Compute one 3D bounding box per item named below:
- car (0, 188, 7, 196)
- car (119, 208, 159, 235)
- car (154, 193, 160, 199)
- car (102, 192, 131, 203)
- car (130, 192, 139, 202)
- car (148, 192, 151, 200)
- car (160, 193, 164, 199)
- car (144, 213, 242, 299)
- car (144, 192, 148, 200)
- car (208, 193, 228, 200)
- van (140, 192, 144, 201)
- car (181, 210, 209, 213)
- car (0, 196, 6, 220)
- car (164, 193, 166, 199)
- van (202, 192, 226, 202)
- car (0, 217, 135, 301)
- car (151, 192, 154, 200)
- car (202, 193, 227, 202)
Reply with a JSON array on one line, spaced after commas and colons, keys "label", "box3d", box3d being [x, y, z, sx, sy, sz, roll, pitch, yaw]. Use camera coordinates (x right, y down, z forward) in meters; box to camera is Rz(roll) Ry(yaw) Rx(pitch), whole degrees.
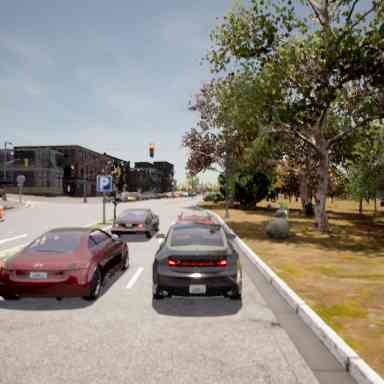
[{"label": "car", "box3d": [-31.189, 0.118, 53.627, 2.002, 1.452, 4.674, 6, -3, -19]}, {"label": "car", "box3d": [-2.852, 1.566, 17.619, 2.033, 1.411, 5.357, 0, 0, 1]}, {"label": "car", "box3d": [-11.492, 1.327, 86.702, 4.674, 1.452, 2.002, -1, 0, -12]}, {"label": "car", "box3d": [-14.472, 1.336, 62.767, 4.792, 1.488, 2.163, -1, 0, -15]}, {"label": "car", "box3d": [-13.829, 1.292, 65.759, 5.366, 1.575, 1.946, -1, 0, -15]}, {"label": "car", "box3d": [-12.675, 1.332, 77.718, 4.674, 1.452, 2.002, -1, 0, -13]}, {"label": "car", "box3d": [-11.043, 1.033, 89.709, 5.566, 2.045, 2.435, -1, 0, -12]}, {"label": "car", "box3d": [0.105, 1.512, 8.447, 1.837, 1.490, 4.892, 0, 0, 0]}, {"label": "car", "box3d": [-13.046, 1.295, 74.723, 4.892, 1.521, 2.231, -1, 0, -14]}, {"label": "car", "box3d": [6.421, 1.100, 83.040, 4.553, 1.767, 2.185, 1, 0, -12]}, {"label": "van", "box3d": [-13.273, 1.068, 71.751, 4.442, 1.987, 1.878, -1, 0, -14]}, {"label": "car", "box3d": [0.151, 1.619, 17.716, 1.895, 1.301, 4.718, 0, 0, 0]}, {"label": "car", "box3d": [-16.639, 1.395, 24.959, 4.553, 1.767, 2.185, -1, 0, -19]}, {"label": "car", "box3d": [-10.622, 1.284, 92.688, 5.008, 1.535, 2.097, -1, 0, -12]}, {"label": "van", "box3d": [4.254, 1.020, 65.369, 4.442, 1.987, 1.878, 1, 0, -14]}, {"label": "car", "box3d": [-2.905, 1.571, 8.400, 1.994, 1.385, 4.181, 0, 0, 1]}, {"label": "car", "box3d": [-12.304, 1.331, 80.720, 4.674, 1.452, 2.002, -1, 0, -13]}, {"label": "car", "box3d": [4.636, 1.117, 68.339, 4.553, 1.767, 2.185, 1, 0, -14]}]
